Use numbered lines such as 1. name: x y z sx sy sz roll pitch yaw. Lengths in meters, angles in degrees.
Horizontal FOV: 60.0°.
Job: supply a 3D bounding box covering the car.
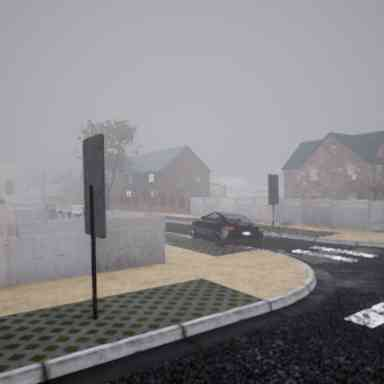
1. car: 1.421 1.564 14.501 1.994 1.385 4.181 4 -2 -20
